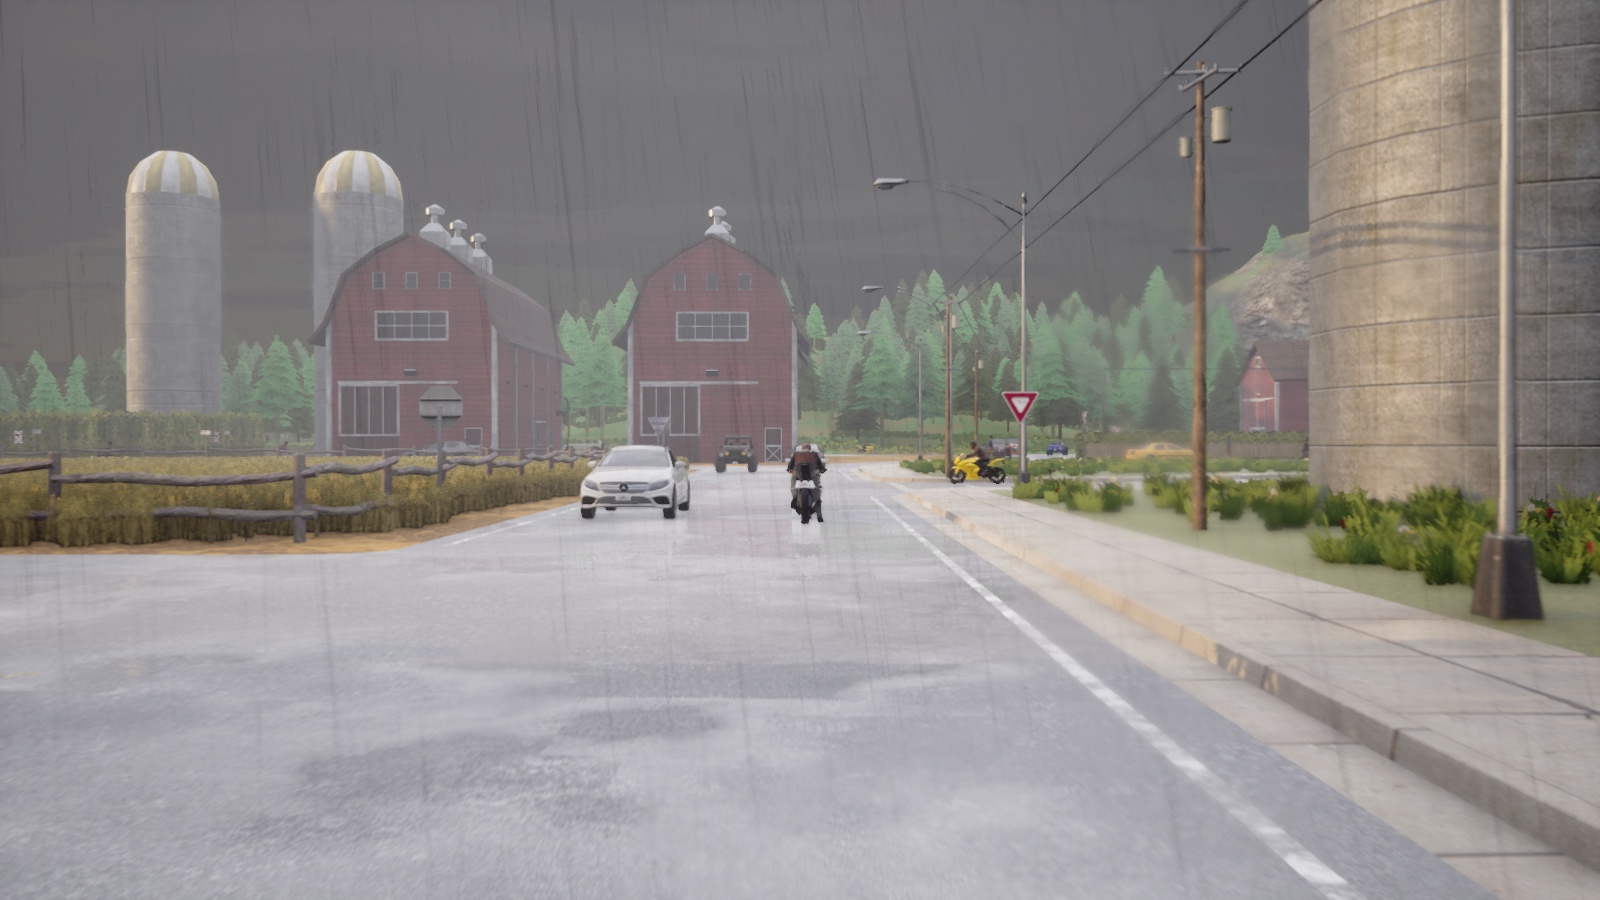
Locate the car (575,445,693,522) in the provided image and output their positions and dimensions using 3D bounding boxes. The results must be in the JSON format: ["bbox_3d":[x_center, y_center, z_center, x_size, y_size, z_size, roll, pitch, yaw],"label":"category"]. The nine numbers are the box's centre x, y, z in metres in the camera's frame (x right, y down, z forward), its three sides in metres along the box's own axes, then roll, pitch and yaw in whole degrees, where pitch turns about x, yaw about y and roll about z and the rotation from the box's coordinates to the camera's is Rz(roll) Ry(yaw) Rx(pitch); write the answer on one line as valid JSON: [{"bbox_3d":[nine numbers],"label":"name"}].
[{"bbox_3d":[-3.337,0.615,26.044,1.812,1.442,4.674,0,0,0],"label":"car"}]

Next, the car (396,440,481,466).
[{"bbox_3d":[-22.892,0.186,79.630,4.856,1.649,2.033,0,0,-3],"label":"car"}]

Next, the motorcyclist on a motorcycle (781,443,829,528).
[{"bbox_3d":[0.116,0.641,23.783,0.866,1.530,2.191,0,0,2],"label":"motorcyclist on a motorcycle"}]

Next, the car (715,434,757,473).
[{"bbox_3d":[-3.150,0.170,62.556,1.905,1.878,3.866,0,0,0],"label":"car"}]

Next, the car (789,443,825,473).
[{"bbox_3d":[0.353,0.392,64.301,1.812,1.442,4.674,0,0,0],"label":"car"}]

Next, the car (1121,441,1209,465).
[{"bbox_3d":[24.391,0.207,84.044,5.366,1.575,1.801,0,0,0],"label":"car"}]

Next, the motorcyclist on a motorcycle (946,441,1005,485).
[{"bbox_3d":[6.142,0.472,44.001,2.044,1.523,0.797,0,-1,7],"label":"motorcyclist on a motorcycle"}]
